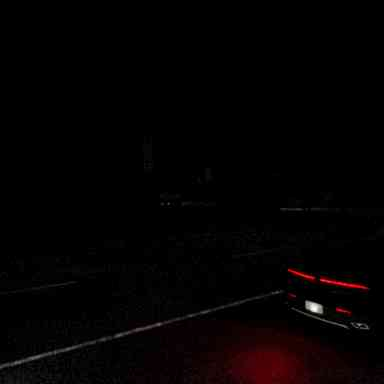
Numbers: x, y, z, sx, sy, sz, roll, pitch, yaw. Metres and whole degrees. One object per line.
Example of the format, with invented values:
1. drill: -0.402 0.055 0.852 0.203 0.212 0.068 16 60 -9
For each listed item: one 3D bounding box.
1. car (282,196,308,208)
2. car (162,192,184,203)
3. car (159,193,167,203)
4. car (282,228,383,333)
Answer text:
1. car: 11.856 1.170 41.199 1.882 1.535 5.008 -1 0 -39
2. car: -3.699 0.931 60.657 2.150 2.045 5.566 -1 0 -38
3. car: -6.785 1.309 58.923 1.994 1.385 4.181 -1 0 -38
4. car: 3.824 1.473 6.468 4.892 1.490 1.837 -1 1 -36
